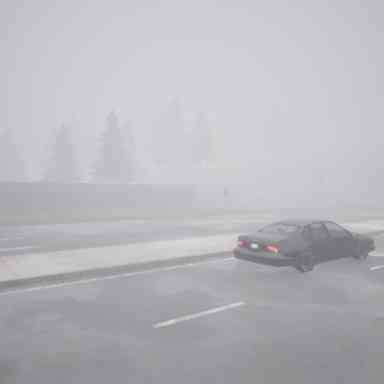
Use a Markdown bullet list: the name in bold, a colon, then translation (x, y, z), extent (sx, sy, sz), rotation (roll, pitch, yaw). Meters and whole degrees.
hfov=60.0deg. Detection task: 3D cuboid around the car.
- **car**: translation (3.790, 1.565, 10.754), extent (5.357, 1.411, 2.033), rotation (0, 0, -35)
